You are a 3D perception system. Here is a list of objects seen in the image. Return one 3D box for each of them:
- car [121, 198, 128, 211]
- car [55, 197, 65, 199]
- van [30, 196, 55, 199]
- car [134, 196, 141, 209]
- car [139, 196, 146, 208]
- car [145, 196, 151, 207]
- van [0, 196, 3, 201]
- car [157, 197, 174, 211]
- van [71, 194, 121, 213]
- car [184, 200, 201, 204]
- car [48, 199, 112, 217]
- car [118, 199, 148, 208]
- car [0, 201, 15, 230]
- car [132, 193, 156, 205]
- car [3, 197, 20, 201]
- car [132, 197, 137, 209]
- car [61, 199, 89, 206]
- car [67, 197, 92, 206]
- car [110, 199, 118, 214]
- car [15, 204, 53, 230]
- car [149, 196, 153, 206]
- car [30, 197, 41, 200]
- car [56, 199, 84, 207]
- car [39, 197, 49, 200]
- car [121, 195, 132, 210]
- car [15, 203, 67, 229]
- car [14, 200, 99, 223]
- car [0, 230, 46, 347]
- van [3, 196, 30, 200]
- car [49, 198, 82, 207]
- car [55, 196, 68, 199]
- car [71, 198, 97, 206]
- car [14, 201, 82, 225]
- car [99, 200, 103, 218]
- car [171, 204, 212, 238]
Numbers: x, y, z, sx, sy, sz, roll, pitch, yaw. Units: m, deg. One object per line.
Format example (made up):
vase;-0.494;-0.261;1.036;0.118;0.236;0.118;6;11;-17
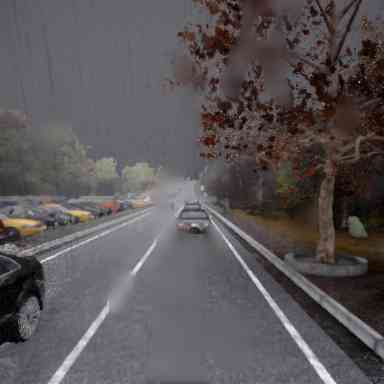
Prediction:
car;-10.296;1.722;38.704;4.792;1.488;2.163;0;0;0
car;-23.303;1.878;52.626;4.792;1.488;2.163;0;-1;0
van;-23.451;1.580;49.736;4.442;1.987;1.878;0;-1;0
car;-10.443;1.767;47.025;5.366;1.575;1.946;0;-1;0
car;-10.069;1.803;49.677;5.366;1.575;1.946;0;-1;0
car;-10.063;1.888;55.349;5.366;1.575;1.946;0;-1;0
van;-23.466;1.447;36.017;4.442;1.987;1.878;0;0;0
car;-3.391;1.792;45.138;1.812;1.442;4.674;0;-1;0
van;-10.387;1.447;35.930;4.442;1.987;1.878;0;0;0
car;0.062;1.698;38.548;2.128;1.511;4.902;0;-1;0
car;-10.247;1.665;30.376;4.792;1.488;2.163;0;0;0
car;-10.251;1.936;58.125;4.892;1.521;2.231;0;-1;0
car;-10.264;1.395;13.720;4.553;1.767;2.185;0;0;0
car;-10.267;1.770;63.681;5.566;2.045;2.435;0;-1;0
car;-23.352;1.692;38.785;5.008;1.535;2.097;0;0;0
car;-10.255;1.740;44.257;4.892;1.521;2.231;0;-1;0
car;-23.286;2.093;66.474;4.792;1.488;2.163;0;-1;0
car;-23.344;1.979;69.122;4.553;1.767;2.185;0;-1;0
car;-10.244;1.684;33.152;4.792;1.488;2.163;0;0;0
car;-10.107;1.537;16.495;5.366;1.575;1.946;0;0;0
car;-10.427;1.975;60.901;5.366;1.575;1.946;0;-1;0
car;-23.370;1.769;44.323;4.792;1.488;2.163;0;-1;0
car;-23.316;2.061;63.704;4.674;1.452;2.002;0;-1;0
car;-23.366;1.798;46.962;4.792;1.488;2.163;0;-1;0
car;-10.295;1.588;41.479;4.553;1.767;2.185;0;-1;0
car;-10.283;1.560;19.271;4.892;1.521;2.231;0;0;0
car;-10.097;1.594;24.823;5.366;1.575;1.946;0;0;0
car;-3.351;1.491;3.631;2.128;1.511;4.902;0;0;0
van;-23.235;1.488;41.573;4.442;1.987;1.878;0;-1;0
car;-23.136;1.975;60.934;5.366;1.575;1.946;0;-1;0
car;-23.357;1.640;55.400;5.566;2.045;2.435;0;-1;0
car;-23.304;2.148;71.891;5.008;1.535;2.097;0;-1;0
car;-10.292;1.579;22.048;4.892;1.521;2.231;0;0;0
car;-10.251;1.646;27.599;4.792;1.488;2.163;0;0;0
car;0.091;1.596;17.969;2.033;1.411;5.357;0;0;0
